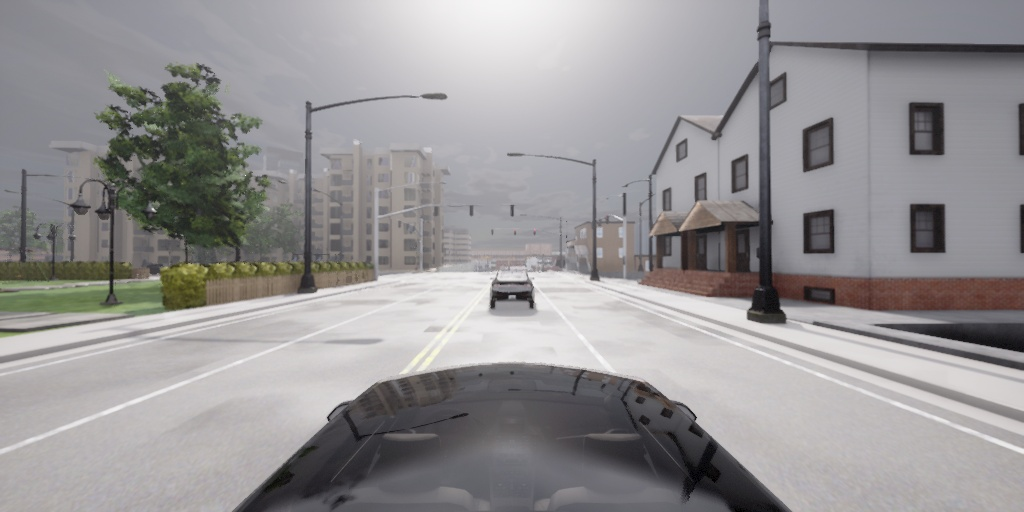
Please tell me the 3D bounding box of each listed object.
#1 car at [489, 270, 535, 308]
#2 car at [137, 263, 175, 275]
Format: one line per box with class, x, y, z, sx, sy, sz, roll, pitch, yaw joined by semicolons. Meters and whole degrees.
car;0.012;1.379;16.144;2.128;1.511;4.902;0;0;0
car;-44.574;1.670;45.321;4.892;1.490;1.837;0;-1;1
